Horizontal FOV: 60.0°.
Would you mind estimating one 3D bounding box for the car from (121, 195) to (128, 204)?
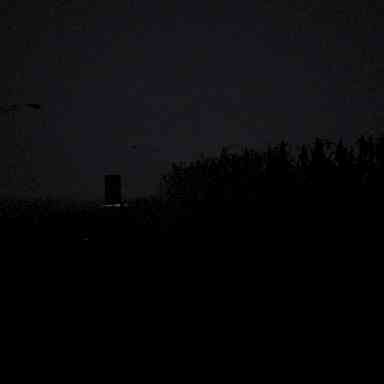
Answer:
[{"bbox_3d":[-11.229,1.160,52.393,2.033,1.411,5.357,-1,1,-4],"label":"car"}]
